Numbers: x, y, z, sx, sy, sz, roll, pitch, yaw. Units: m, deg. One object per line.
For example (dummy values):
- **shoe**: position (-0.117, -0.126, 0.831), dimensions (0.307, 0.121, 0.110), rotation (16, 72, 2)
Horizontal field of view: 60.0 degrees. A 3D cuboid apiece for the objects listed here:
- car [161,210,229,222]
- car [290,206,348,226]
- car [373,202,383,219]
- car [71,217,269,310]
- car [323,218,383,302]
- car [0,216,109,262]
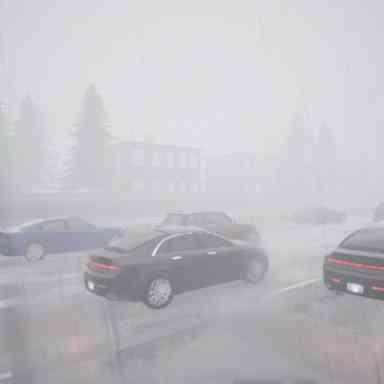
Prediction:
- **car**: position (0.663, 1.503, 13.279), dimensions (4.553, 1.767, 2.097), rotation (0, -1, -39)
- **car**: position (9.495, 1.713, 24.835), dimensions (5.357, 1.411, 2.033), rotation (0, -1, -39)
- **car**: position (15.674, 1.440, 25.305), dimensions (4.553, 1.767, 2.097), rotation (0, -1, -39)
- **car**: position (-0.123, 1.608, 8.161), dimensions (4.892, 1.490, 1.837), rotation (0, -1, -39)
- **car**: position (4.932, 1.534, 7.728), dimensions (4.892, 1.490, 1.837), rotation (0, -1, -39)
- **car**: position (-4.955, 1.705, 13.258), dimensions (5.008, 1.535, 1.882), rotation (0, -1, -39)
